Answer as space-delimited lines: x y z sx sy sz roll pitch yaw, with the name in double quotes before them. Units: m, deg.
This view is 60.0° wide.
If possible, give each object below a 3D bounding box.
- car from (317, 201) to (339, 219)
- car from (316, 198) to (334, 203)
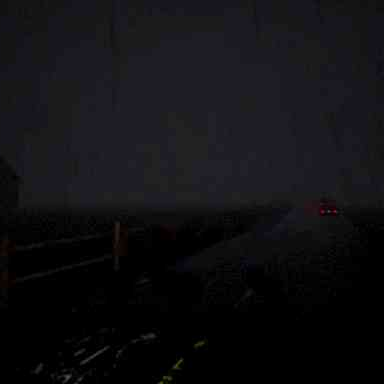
"car" 14.134 1.977 34.406 2.033 1.411 5.357 0 -1 22
"car" 17.776 1.781 44.160 2.150 2.045 5.566 0 -1 20
